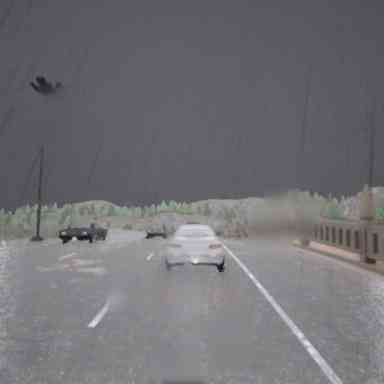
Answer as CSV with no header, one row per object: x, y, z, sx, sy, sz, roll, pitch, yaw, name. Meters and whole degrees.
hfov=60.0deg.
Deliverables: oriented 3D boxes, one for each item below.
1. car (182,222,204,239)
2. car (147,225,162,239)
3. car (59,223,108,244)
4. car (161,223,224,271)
0.096,3.583,30.613,1.812,1.442,4.674,0,-7,0,car
-3.405,4.001,33.602,2.033,1.411,5.357,0,-8,0,car
-6.902,2.661,21.787,1.895,1.301,4.718,0,-5,0,car
0.099,1.861,11.905,1.812,1.442,4.674,0,-3,0,car
